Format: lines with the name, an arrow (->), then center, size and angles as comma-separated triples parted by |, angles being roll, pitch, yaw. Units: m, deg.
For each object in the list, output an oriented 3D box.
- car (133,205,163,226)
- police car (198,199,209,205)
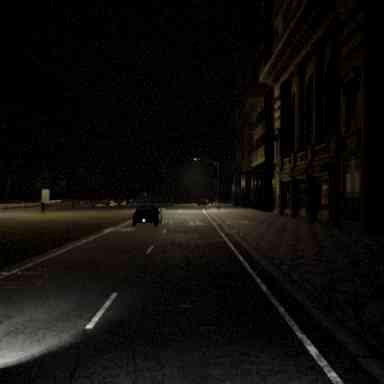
car -> -3.397, 1.788, 25.890 | 1.837, 1.490, 4.892 | 0, -1, 0
police car -> 2.677, 2.564, 84.809 | 1.930, 1.638, 5.238 | 0, -1, 5
